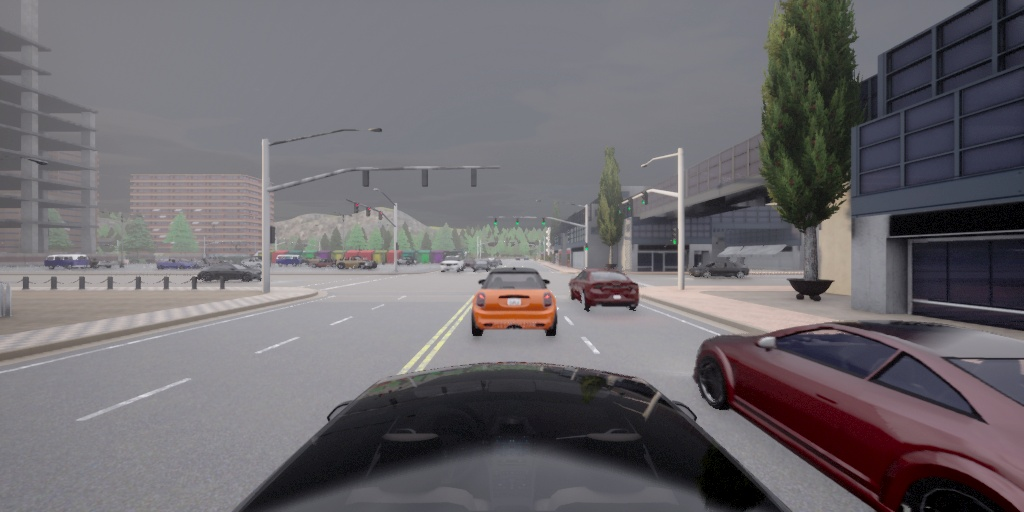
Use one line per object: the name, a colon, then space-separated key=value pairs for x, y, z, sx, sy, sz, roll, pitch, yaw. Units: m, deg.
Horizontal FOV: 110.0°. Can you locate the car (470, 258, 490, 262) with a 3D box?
car: x=-3.764 y=1.280 z=44.789 sx=1.812 sy=1.442 sz=4.674 roll=0 pitch=0 yaw=0

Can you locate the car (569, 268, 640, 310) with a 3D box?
car: x=3.563 y=1.229 z=14.633 sx=1.882 sy=1.535 sz=5.008 roll=0 pitch=0 yaw=0

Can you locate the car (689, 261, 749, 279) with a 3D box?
car: x=18.413 y=1.255 z=31.999 sx=4.892 sy=1.490 sz=1.837 roll=-1 pitch=0 yaw=0

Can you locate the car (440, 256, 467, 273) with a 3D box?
car: x=-7.278 y=0.975 z=44.010 sx=2.150 sy=2.045 sz=5.566 roll=0 pitch=0 yaw=0

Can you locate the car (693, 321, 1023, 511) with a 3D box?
car: x=3.600 y=1.315 z=3.478 sx=1.994 sy=1.385 sz=4.181 roll=0 pitch=0 yaw=0

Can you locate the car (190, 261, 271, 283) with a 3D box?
car: x=-21.380 y=1.278 z=27.561 sx=4.674 sy=1.442 sz=1.812 roll=0 pitch=0 yaw=-1

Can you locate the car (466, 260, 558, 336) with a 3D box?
car: x=0.063 y=1.102 z=10.505 sx=2.097 sy=1.767 sz=4.553 roll=0 pitch=0 yaw=0

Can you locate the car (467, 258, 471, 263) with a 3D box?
car: x=-6.963 y=1.109 z=57.212 sx=2.097 sy=1.767 sz=4.553 roll=0 pitch=0 yaw=1
